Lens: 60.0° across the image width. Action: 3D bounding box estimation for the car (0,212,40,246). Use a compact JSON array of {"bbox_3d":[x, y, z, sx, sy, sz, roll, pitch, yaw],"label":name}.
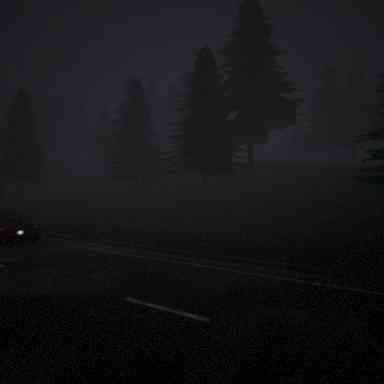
[{"bbox_3d":[-8.388,1.562,14.263,4.181,1.385,1.994,0,0,36],"label":"car"}]
